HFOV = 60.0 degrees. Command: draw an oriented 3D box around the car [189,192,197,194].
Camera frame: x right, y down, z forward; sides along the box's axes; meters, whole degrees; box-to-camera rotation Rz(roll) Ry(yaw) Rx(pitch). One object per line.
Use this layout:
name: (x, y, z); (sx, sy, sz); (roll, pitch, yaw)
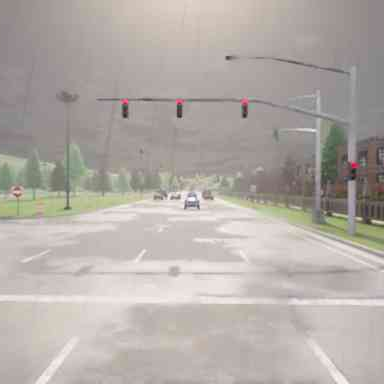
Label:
car: (0.005, 0.794, 69.403); (2.097, 1.767, 4.553); (0, 0, 0)

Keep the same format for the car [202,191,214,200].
car: (3.505, 1.033, 69.465); (1.895, 1.301, 4.718); (0, 0, 0)

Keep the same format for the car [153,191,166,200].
car: (-6.995, 0.961, 69.435); (1.812, 1.442, 4.674); (0, 0, 0)

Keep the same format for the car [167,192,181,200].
car: (-3.495, 0.991, 69.435); (1.994, 1.385, 4.181); (0, 0, 0)

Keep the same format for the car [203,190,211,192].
car: (3.506, 0.422, 79.463); (2.150, 2.045, 5.566); (0, 0, 0)

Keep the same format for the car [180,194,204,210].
car: (0.003, 1.240, 38.406); (2.033, 1.411, 5.357); (0, 0, 0)

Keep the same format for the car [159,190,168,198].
car: (-6.994, 0.422, 79.464); (2.150, 2.045, 5.566); (0, 0, 0)

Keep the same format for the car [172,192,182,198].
car: (-3.494, 0.737, 79.436); (2.033, 1.411, 5.357); (0, 0, 0)

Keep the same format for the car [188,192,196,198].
car: (0.006, 0.697, 79.436); (1.837, 1.490, 4.892); (0, 0, 0)
